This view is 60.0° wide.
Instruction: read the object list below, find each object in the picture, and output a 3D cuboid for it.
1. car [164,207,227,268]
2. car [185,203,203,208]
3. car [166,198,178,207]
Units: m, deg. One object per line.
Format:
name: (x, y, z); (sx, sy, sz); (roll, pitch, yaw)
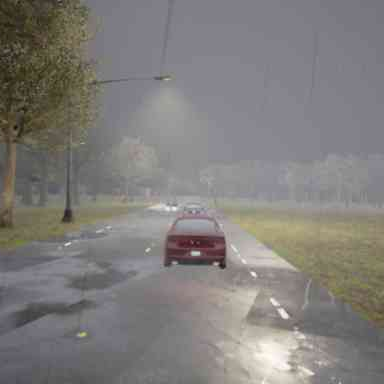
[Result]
car: (0.122, 1.554, 11.731); (1.882, 1.535, 5.008); (1, 0, 0)
car: (0.159, 1.655, 27.897); (2.033, 1.411, 5.357); (1, -1, 0)
car: (-3.434, 1.786, 57.188); (2.128, 1.511, 4.902); (1, -1, 1)
